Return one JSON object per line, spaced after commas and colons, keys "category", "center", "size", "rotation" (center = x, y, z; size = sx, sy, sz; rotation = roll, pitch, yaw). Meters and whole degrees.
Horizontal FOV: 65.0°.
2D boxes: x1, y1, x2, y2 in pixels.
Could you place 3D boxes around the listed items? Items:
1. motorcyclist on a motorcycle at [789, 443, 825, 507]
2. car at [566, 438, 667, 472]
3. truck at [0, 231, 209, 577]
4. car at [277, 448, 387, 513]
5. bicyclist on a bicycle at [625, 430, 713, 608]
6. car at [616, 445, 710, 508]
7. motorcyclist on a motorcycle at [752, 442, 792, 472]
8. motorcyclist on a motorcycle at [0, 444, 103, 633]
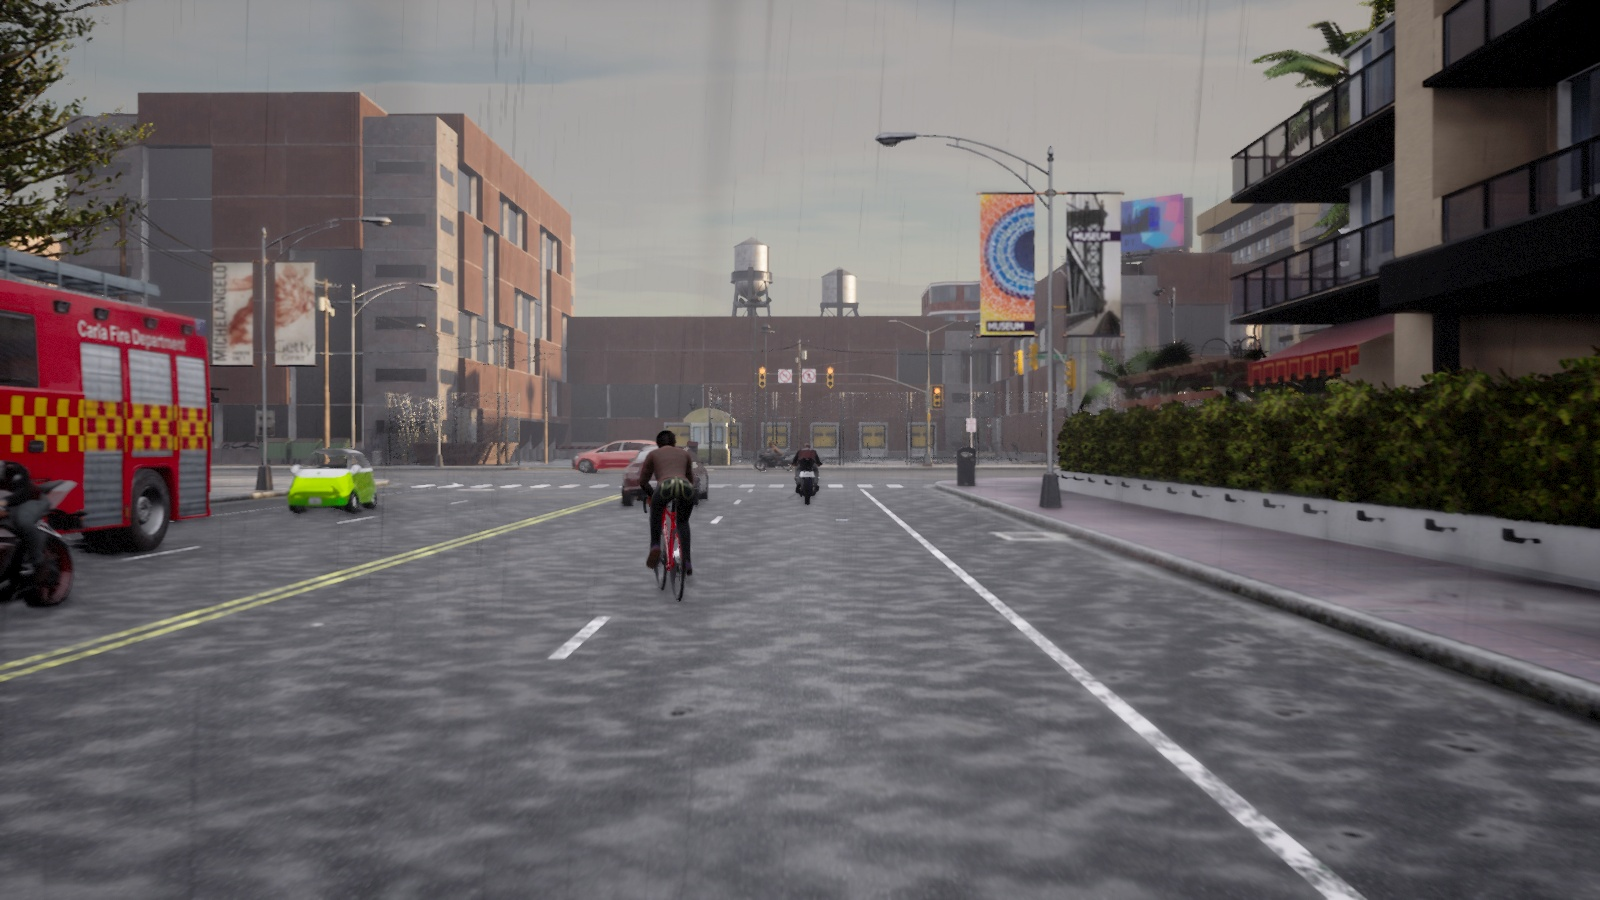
{"category": "motorcyclist on a motorcycle", "center": [0.179, 0.602, 31.519], "size": [0.866, 1.530, 2.191], "rotation": [0, 0, 0]}
{"category": "car", "center": [-8.971, 0.232, 61.722], "size": [4.611, 1.667, 2.242], "rotation": [0, 0, 1]}
{"category": "truck", "center": [-10.297, -0.509, 14.522], "size": [2.891, 3.827, 8.468], "rotation": [0, 0, 0]}
{"category": "car", "center": [-10.164, 0.637, 27.415], "size": [1.481, 1.376, 2.207], "rotation": [0, 0, 4]}
{"category": "bicyclist on a bicycle", "center": [-1.303, 0.628, 12.283], "size": [0.582, 1.620, 1.656], "rotation": [0, 0, -16]}
{"category": "car", "center": [-3.311, 0.592, 31.161], "size": [1.812, 1.442, 4.674], "rotation": [0, 0, 0]}
{"category": "motorcyclist on a motorcycle", "center": [-1.438, 0.357, 65.126], "size": [2.044, 1.523, 0.797], "rotation": [0, 0, 0]}
{"category": "motorcyclist on a motorcycle", "center": [-6.925, 0.716, 10.580], "size": [0.866, 1.530, 2.191], "rotation": [0, 0, 1]}
